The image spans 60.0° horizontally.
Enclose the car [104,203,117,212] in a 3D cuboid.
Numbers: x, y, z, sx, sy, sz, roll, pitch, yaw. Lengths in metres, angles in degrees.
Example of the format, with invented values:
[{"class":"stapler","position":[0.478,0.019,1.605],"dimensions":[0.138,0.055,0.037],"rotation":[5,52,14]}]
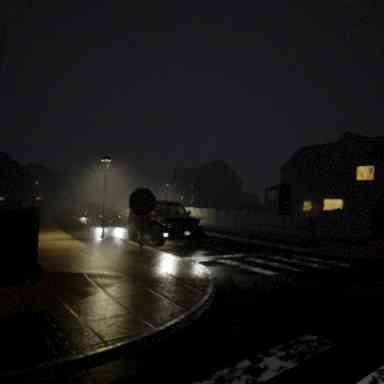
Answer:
[{"class":"car","position":[-15.013,2.778,61.552],"dimensions":[2.033,1.411,5.357],"rotation":[3,-2,-12]}]

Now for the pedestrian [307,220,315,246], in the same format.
[{"class":"pedestrian","position":[5.613,1.567,15.672],"dimensions":[0.375,1.860,0.375],"rotation":[3,-2,-30]}]

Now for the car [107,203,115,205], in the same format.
[{"class":"car","position":[-12.548,2.574,51.279],"dimensions":[2.033,1.411,5.357],"rotation":[3,-2,-15]}]

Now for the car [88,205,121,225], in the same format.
[{"class":"car","position":[-7.303,2.064,28.204],"dimensions":[1.895,1.301,4.718],"rotation":[3,-2,-24]}]

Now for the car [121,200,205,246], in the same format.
[{"class":"car","position":[-1.503,1.433,16.613],"dimensions":[2.150,2.045,5.566],"rotation":[3,-2,-29]}]

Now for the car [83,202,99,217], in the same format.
[{"class":"car","position":[-11.856,2.045,39.582],"dimensions":[2.097,1.767,4.553],"rotation":[3,-2,-19]}]
